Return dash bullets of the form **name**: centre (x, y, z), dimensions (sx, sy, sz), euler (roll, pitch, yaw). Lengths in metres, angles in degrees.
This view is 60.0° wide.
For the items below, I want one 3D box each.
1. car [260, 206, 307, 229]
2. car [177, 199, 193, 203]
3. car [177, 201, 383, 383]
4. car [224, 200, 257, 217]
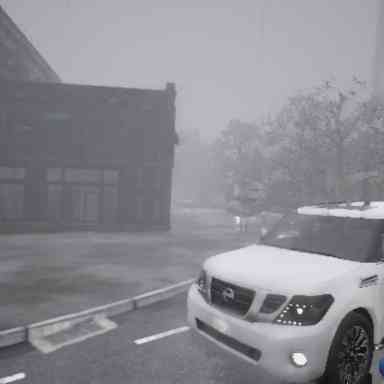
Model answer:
- **car**: centre (6.442, 1.761, 23.943), dimensions (1.895, 1.301, 4.718), euler (2, 0, -2)
- **car**: centre (-0.874, 1.897, 53.342), dimensions (1.882, 1.535, 5.008), euler (3, -2, -24)
- **car**: centre (2.603, 1.217, 5.536), dimensions (5.566, 2.045, 2.150), euler (0, 0, -36)
- **car**: centre (5.084, 1.743, 35.666), dimensions (1.837, 1.490, 4.892), euler (2, 0, -12)
